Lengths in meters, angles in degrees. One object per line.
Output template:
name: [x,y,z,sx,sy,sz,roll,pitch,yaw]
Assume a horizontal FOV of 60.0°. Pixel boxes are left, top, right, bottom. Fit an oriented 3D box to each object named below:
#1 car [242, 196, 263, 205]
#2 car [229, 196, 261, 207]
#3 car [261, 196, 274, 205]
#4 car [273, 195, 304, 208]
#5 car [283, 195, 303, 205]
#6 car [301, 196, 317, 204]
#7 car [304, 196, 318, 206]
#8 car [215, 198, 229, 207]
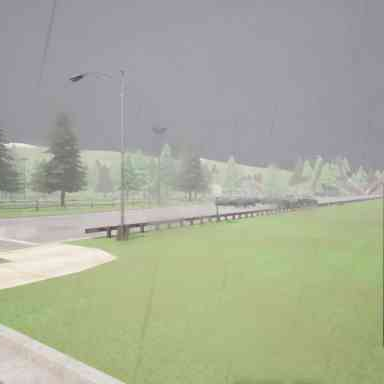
car: [11.051,1.478,60.919,1.882,1.535,5.008,0,0,35]
car: [8.087,1.491,50.483,2.128,1.511,4.902,0,0,35]
car: [13.919,1.491,58.913,2.128,1.511,4.902,0,0,35]
car: [13.319,1.505,45.761,1.837,1.490,4.892,0,0,35]
car: [17.602,1.352,57.900,2.097,1.767,4.553,0,0,35]
car: [23.097,1.526,65.753,1.812,1.442,4.674,0,0,35]
car: [19.181,1.505,54.223,1.837,1.490,4.892,0,0,35]
car: [5.390,1.564,52.719,1.994,1.385,4.181,0,0,35]
